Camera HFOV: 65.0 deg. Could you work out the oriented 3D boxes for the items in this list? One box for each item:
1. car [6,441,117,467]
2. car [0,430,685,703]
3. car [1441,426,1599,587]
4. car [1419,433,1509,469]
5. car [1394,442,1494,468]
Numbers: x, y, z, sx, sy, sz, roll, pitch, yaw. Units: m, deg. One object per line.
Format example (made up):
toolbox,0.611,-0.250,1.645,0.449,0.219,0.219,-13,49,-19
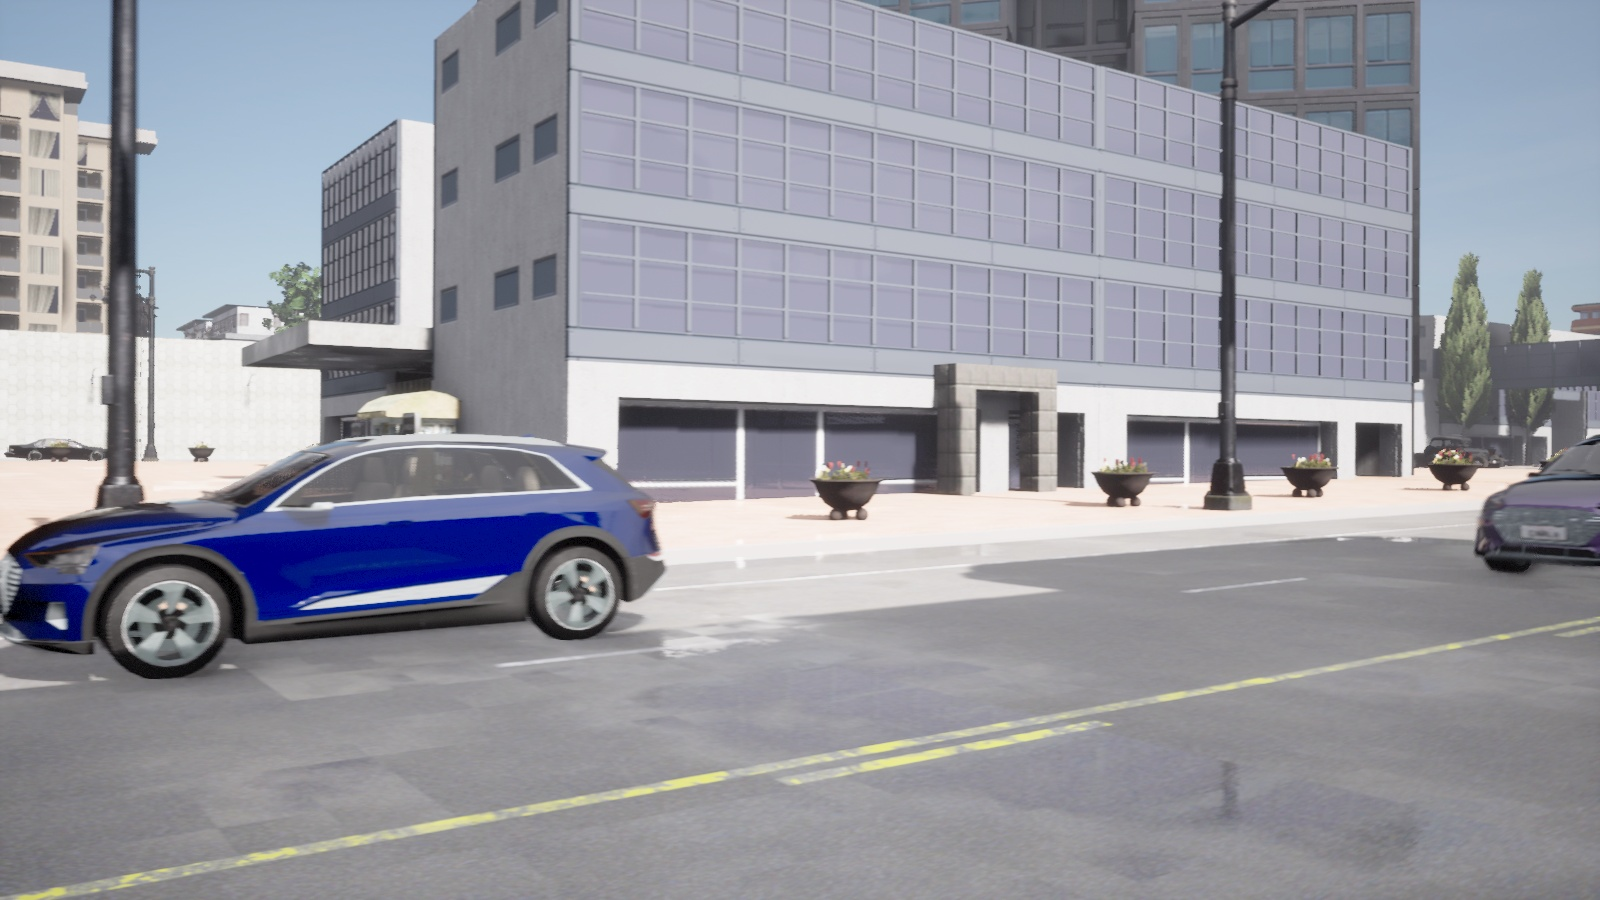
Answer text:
car,-41.766,0.226,71.064,5.357,1.411,2.033,0,0,-33
car,-3.520,0.699,9.737,4.856,1.649,2.033,0,0,-35
car,9.841,0.555,14.772,4.856,1.649,2.033,-1,0,-35
car,36.233,0.059,68.605,1.905,1.878,3.866,0,0,-34
car,37.405,0.291,73.089,1.837,1.490,4.892,0,0,-34
